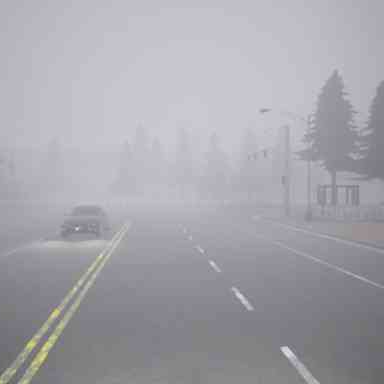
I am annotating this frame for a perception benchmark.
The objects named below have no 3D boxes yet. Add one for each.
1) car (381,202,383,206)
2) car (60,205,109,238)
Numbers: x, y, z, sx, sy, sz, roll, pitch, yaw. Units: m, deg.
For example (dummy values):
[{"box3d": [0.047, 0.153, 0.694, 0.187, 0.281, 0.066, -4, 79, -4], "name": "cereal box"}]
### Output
[{"box3d": [23.363, 1.434, 36.501, 5.357, 1.411, 2.033, 0, 0, -7], "name": "car"}, {"box3d": [-5.597, 1.477, 17.821, 1.837, 1.490, 4.892, 0, 0, -7], "name": "car"}]
